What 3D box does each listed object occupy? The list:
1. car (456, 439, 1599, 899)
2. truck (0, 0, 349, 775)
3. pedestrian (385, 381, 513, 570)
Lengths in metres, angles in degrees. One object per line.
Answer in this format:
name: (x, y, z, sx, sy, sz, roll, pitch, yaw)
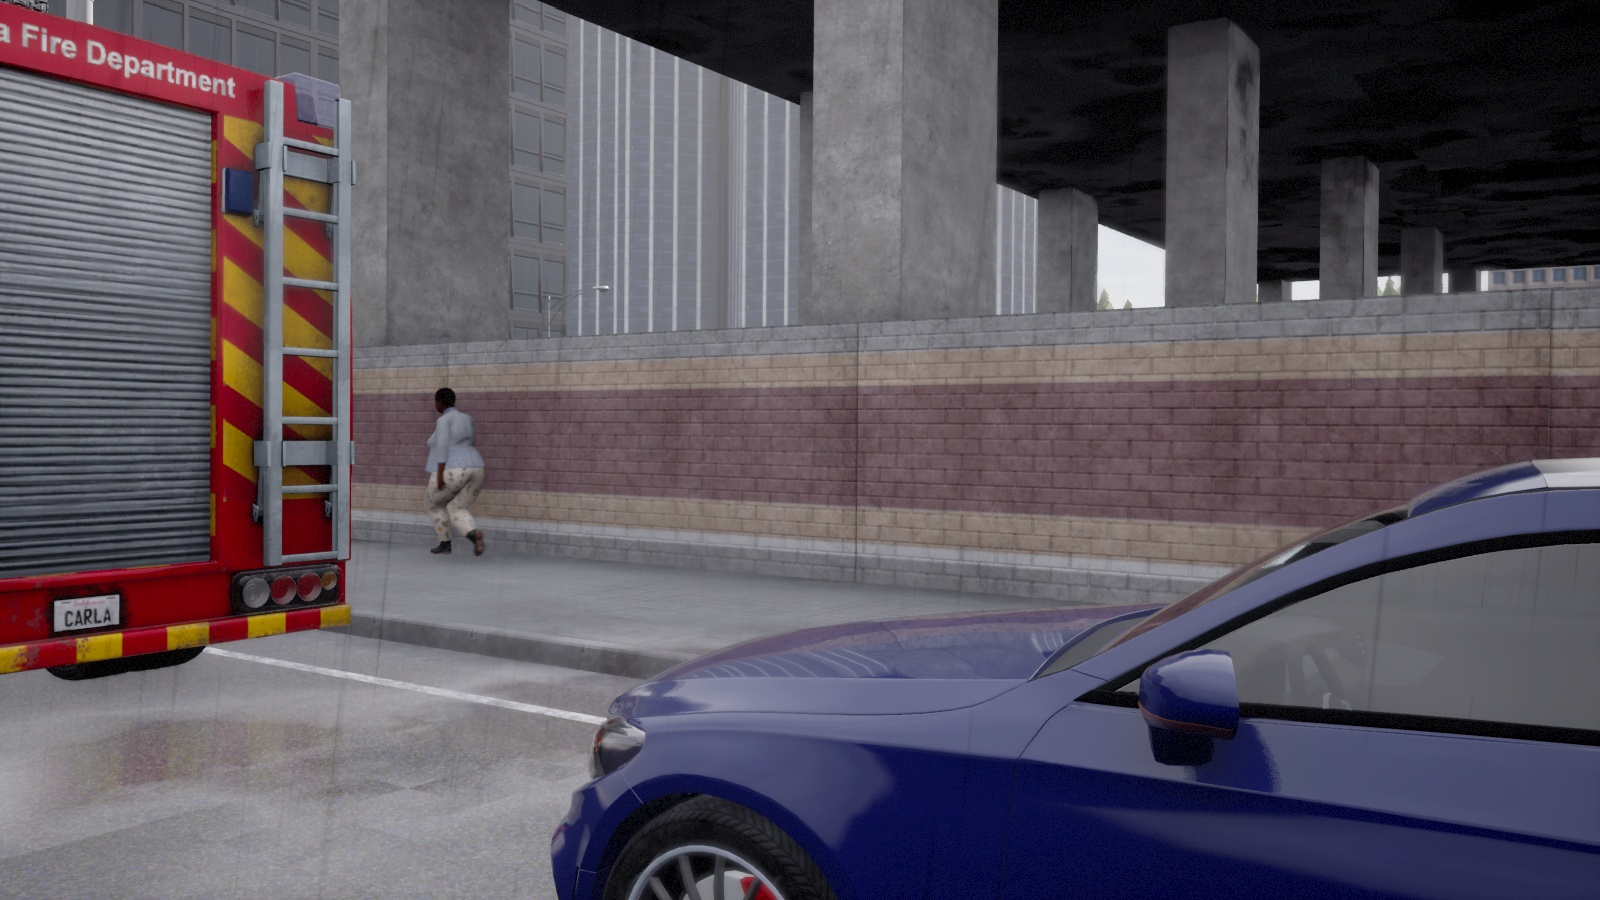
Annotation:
car: (1.618, 0.708, 2.546, 4.674, 1.442, 1.812, 0, 1, 33)
truck: (-6.880, -0.483, 8.172, 8.468, 3.827, 2.891, 0, 1, 34)
pedestrian: (-3.615, 0.247, 12.969, 0.900, 1.855, 0.874, 0, 1, 30)
